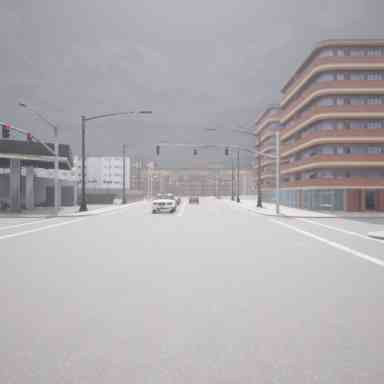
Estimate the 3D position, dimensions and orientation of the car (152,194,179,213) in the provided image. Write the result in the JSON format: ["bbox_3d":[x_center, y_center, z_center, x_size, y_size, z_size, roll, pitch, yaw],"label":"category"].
[{"bbox_3d":[-3.038,1.221,37.110,2.150,2.045,5.566,0,0,2],"label":"car"}]

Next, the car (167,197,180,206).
[{"bbox_3d":[-3.118,1.547,57.720,2.033,1.411,5.357,0,0,0],"label":"car"}]

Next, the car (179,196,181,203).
[{"bbox_3d":[-3.102,1.547,47.406,2.033,1.411,5.357,0,0,0],"label":"car"}]

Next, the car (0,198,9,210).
[{"bbox_3d":[-23.944,1.456,39.459,3.806,1.475,1.970,0,0,1],"label":"car"}]

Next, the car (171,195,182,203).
[{"bbox_3d":[-3.183,1.491,68.049,2.128,1.511,4.902,0,0,0],"label":"car"}]

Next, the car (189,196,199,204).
[{"bbox_3d":[0.344,1.491,63.768,2.128,1.511,4.902,0,0,0],"label":"car"}]
